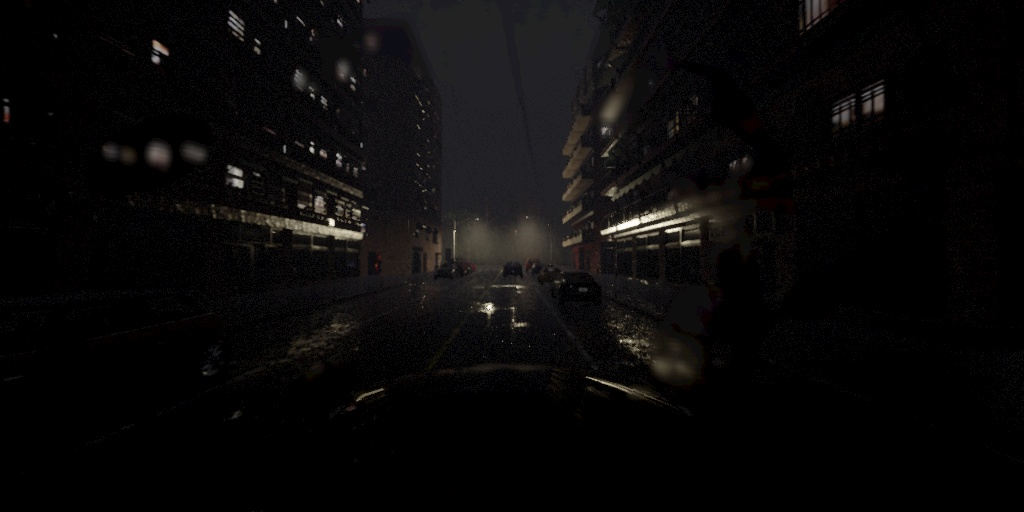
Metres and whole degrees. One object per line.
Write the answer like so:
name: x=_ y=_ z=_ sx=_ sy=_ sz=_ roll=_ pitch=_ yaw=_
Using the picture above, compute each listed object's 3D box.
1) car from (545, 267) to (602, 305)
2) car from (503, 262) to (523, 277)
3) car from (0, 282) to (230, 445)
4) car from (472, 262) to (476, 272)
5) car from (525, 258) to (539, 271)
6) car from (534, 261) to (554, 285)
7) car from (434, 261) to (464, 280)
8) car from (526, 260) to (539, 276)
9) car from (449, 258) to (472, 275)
car: x=2.763 y=1.356 z=16.009 sx=1.948 sy=1.339 sz=4.313 roll=0 pitch=0 yaw=0
car: x=0.100 y=1.328 z=36.822 sx=1.882 sy=1.535 sz=5.008 roll=0 pitch=0 yaw=0
car: x=-5.708 y=1.197 z=4.263 sx=1.967 sy=1.591 sz=4.097 roll=0 pitch=0 yaw=0
car: x=-5.819 y=1.435 z=43.241 sx=1.948 sy=1.339 sz=4.313 roll=0 pitch=0 yaw=0
car: x=2.829 y=1.201 z=48.775 sx=2.192 sy=1.841 sz=5.009 roll=0 pitch=0 yaw=0
car: x=2.829 y=1.346 z=26.673 sx=1.751 sy=1.417 sz=4.829 roll=0 pitch=0 yaw=0
car: x=-5.819 y=1.387 z=32.104 sx=2.007 sy=1.370 sz=4.403 roll=0 pitch=0 yaw=0
car: x=2.829 y=1.404 z=37.640 sx=2.007 sy=1.370 sz=4.403 roll=0 pitch=0 yaw=0
car: x=-5.819 y=1.167 z=37.672 sx=2.192 sy=1.841 sz=5.009 roll=0 pitch=0 yaw=0
